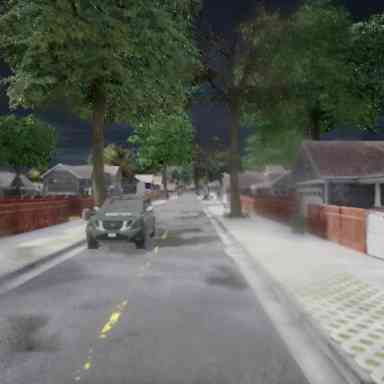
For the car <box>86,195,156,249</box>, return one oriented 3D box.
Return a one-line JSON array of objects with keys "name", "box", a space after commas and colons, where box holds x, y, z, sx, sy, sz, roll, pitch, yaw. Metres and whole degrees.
[{"name": "car", "box": [-2.852, 1.173, 14.598, 2.150, 2.045, 5.566, 0, 0, 0]}]
